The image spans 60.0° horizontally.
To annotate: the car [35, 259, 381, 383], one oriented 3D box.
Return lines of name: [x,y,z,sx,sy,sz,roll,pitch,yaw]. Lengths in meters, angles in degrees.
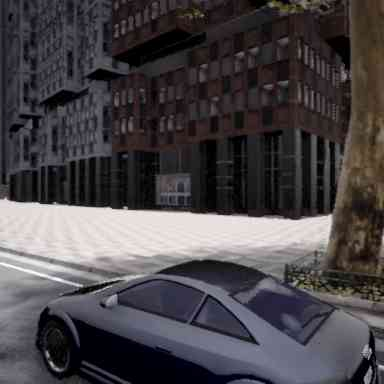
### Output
car: [-0.072,1.577,4.109,4.181,1.385,1.994,0,0,36]
